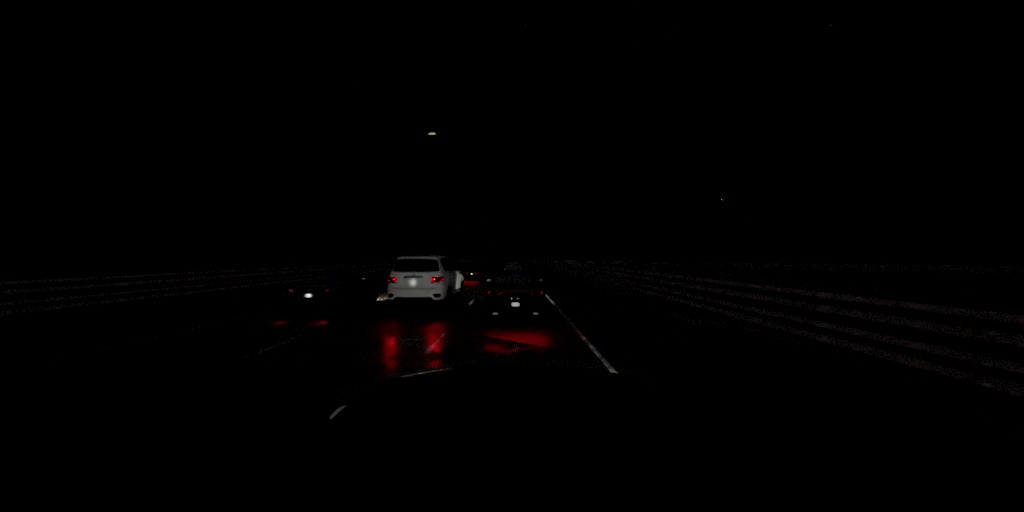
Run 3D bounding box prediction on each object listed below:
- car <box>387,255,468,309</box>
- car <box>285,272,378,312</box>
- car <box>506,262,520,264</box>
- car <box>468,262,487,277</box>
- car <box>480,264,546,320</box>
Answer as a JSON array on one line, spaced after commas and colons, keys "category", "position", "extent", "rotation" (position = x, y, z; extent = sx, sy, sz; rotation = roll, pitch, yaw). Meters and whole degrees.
[{"category": "car", "position": [-3.402, 0.973, 15.005], "extent": [2.150, 2.045, 5.566], "rotation": [0, 0, 0]}, {"category": "car", "position": [-6.900, 1.315, 14.164], "extent": [1.994, 1.385, 4.181], "rotation": [0, 0, 0]}, {"category": "car", "position": [0.094, 1.293, 33.562], "extent": [1.812, 1.442, 4.674], "rotation": [0, 0, 0]}, {"category": "car", "position": [-3.407, 1.271, 32.751], "extent": [1.837, 1.490, 4.892], "rotation": [0, 0, 0]}, {"category": "car", "position": [0.100, 1.229, 12.695], "extent": [1.882, 1.535, 5.008], "rotation": [0, 0, 0]}]
